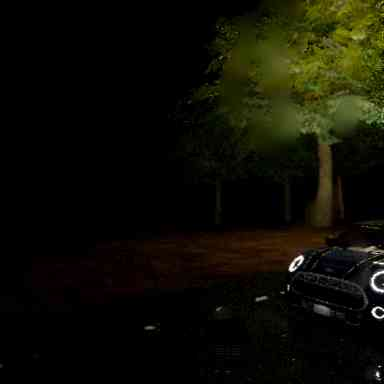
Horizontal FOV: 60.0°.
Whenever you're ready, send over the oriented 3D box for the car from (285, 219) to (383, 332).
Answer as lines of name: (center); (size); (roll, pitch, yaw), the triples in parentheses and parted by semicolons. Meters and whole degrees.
car: (3.994, 1.378, 6.834); (4.553, 1.767, 2.097); (0, 0, -35)
